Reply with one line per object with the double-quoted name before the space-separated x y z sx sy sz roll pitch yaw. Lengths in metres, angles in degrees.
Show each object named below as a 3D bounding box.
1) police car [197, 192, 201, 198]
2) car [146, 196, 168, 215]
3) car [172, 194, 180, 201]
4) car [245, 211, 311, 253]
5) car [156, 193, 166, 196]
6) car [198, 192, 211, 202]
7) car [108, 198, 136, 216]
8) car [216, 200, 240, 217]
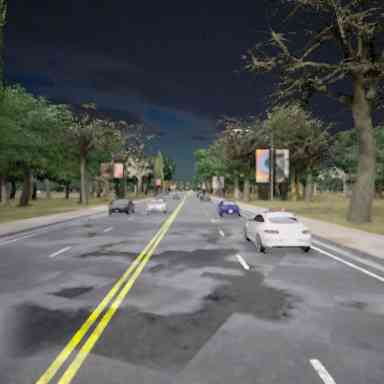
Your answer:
"police car" 2.851 1.206 80.753 1.930 1.638 5.238 0 0 -1
"car" -3.435 1.444 33.337 1.812 1.442 4.674 0 0 0
"car" -3.603 1.151 75.535 1.837 1.490 4.892 0 0 0
"car" 3.329 1.495 13.461 1.812 1.442 4.674 0 0 0
"car" -6.835 1.116 73.316 2.097 1.767 4.553 0 0 0
"car" 2.945 1.310 69.639 2.128 1.511 4.902 0 0 0
"car" -6.674 1.399 32.008 1.882 1.535 5.008 0 0 0
"car" 3.277 1.452 30.464 1.812 1.442 4.674 0 0 0
